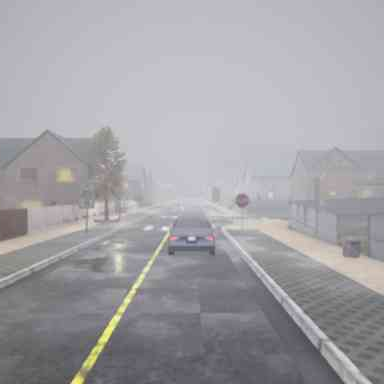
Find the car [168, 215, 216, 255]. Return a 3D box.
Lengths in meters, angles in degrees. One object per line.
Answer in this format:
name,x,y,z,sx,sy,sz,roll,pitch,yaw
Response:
car,-0.008,1.687,14.003,2.033,1.411,5.357,0,-1,0

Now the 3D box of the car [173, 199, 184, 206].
car,-2.796,2.198,68.679,1.812,1.442,4.674,0,0,0
